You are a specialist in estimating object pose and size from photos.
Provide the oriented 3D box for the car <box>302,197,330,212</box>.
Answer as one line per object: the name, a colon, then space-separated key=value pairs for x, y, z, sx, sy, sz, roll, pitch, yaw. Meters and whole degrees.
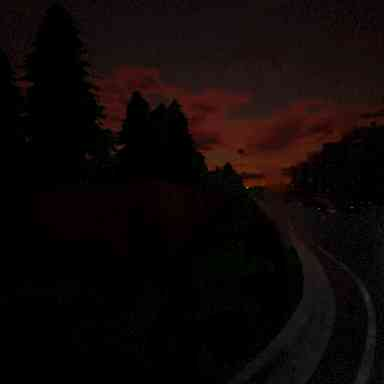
car: x=15.567 y=1.771 z=42.027 sx=1.837 sy=1.490 sz=4.892 roll=-1 pitch=-1 yaw=10

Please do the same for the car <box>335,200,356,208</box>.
car: x=24.653 y=1.901 z=53.608 sx=1.895 sy=1.301 sz=4.718 roll=-1 pitch=-1 yaw=10

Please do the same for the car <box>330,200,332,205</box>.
car: x=26.901 y=1.888 z=67.494 sx=1.882 sy=1.535 sz=5.008 roll=-1 pitch=-1 yaw=9

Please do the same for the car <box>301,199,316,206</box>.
car: x=23.166 y=2.025 z=66.349 sx=1.895 sy=1.301 sz=4.718 roll=-1 pitch=-1 yaw=9

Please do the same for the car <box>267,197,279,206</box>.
car: x=16.080 y=1.840 z=66.418 sx=2.097 sy=1.767 sz=4.553 roll=-1 pitch=-1 yaw=9

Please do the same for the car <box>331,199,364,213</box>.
car: x=18.858 y=1.789 z=40.501 sx=1.994 sy=1.385 sz=4.181 roll=-1 pitch=-1 yaw=10

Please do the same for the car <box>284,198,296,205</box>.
car: x=19.812 y=1.968 z=67.529 sx=1.837 sy=1.490 sz=4.892 roll=-1 pitch=-1 yaw=9

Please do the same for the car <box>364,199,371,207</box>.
car: x=28.755 y=1.845 z=56.843 sx=2.033 sy=1.411 sz=5.357 roll=-1 pitch=-1 yaw=10
